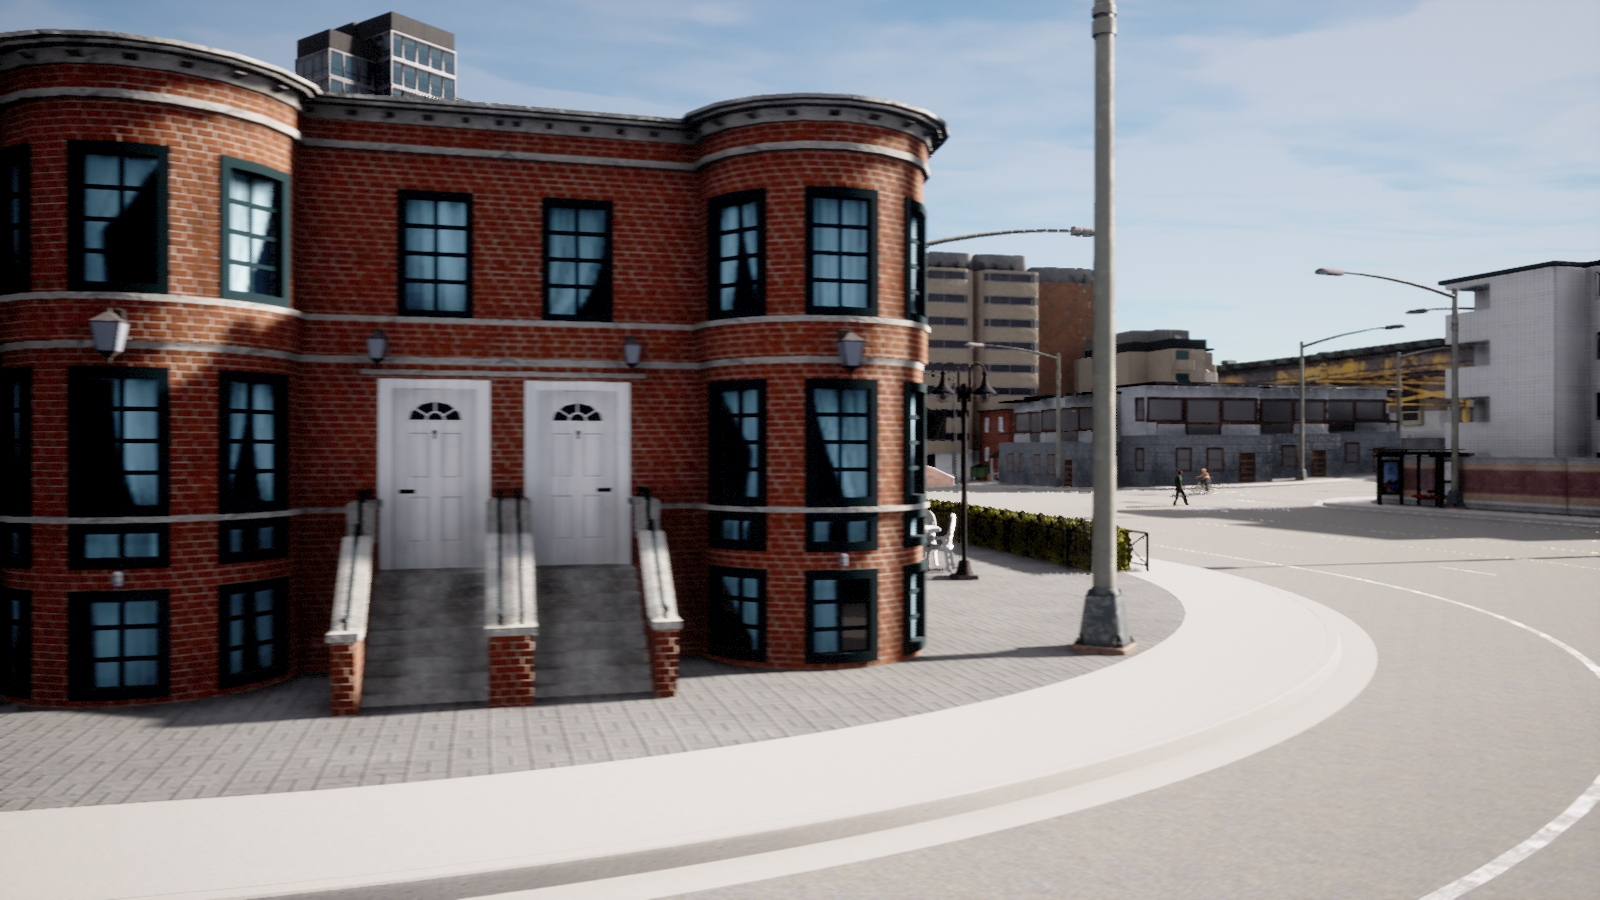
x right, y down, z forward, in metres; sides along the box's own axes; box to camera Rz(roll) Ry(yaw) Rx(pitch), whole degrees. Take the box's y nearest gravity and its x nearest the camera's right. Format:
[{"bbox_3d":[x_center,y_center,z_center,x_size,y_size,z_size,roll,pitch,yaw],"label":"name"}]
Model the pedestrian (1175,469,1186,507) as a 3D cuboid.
[{"bbox_3d":[18.871,1.875,56.698,0.375,1.860,0.375,0,0,-13],"label":"pedestrian"}]
